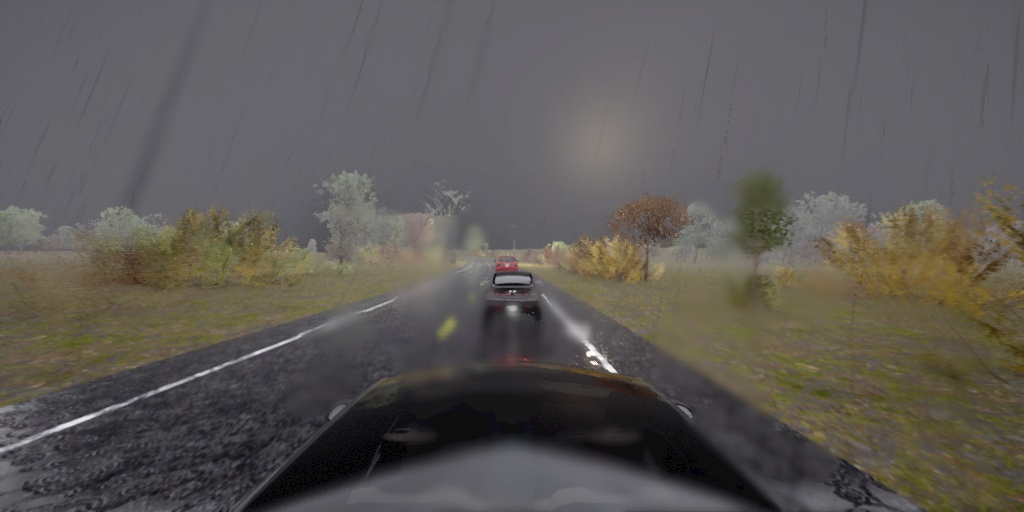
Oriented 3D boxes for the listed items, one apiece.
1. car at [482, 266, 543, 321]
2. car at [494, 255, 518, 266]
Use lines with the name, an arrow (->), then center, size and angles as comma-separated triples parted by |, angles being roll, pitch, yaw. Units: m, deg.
car -> 0.015, 1.259, 12.513 | 1.837, 1.490, 4.892 | 0, 0, -1
car -> -0.555, 0.961, 35.240 | 2.150, 2.045, 5.566 | 0, 0, -3
